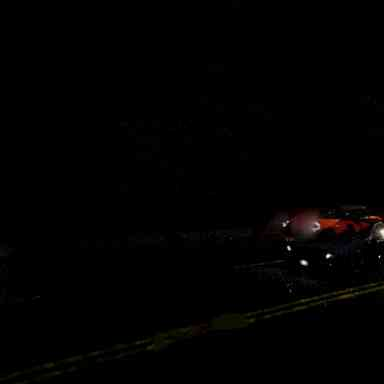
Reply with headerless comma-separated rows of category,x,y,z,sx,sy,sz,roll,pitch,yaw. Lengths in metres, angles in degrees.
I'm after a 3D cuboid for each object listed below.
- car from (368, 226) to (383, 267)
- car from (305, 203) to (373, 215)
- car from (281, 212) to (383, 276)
car,6.151,1.481,6.785,4.902,1.511,2.128,0,0,-30
car,6.048,1.349,14.318,4.553,1.767,2.097,0,0,-27
car,5.394,1.541,10.363,5.357,1.411,2.033,0,0,-29
